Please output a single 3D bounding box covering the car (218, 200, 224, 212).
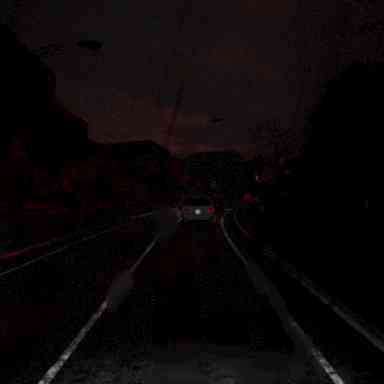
[{"bbox_3d":[2.879,1.638,40.825,2.033,1.411,5.357,-1,0,11],"label":"car"}]

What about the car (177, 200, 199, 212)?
[{"bbox_3d":[-0.446,1.769,43.084,1.895,1.301,4.718,-1,0,12],"label":"car"}]

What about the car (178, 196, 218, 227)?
[{"bbox_3d":[0.537,1.289,23.210,2.150,2.045,5.566,-1,0,4],"label":"car"}]
